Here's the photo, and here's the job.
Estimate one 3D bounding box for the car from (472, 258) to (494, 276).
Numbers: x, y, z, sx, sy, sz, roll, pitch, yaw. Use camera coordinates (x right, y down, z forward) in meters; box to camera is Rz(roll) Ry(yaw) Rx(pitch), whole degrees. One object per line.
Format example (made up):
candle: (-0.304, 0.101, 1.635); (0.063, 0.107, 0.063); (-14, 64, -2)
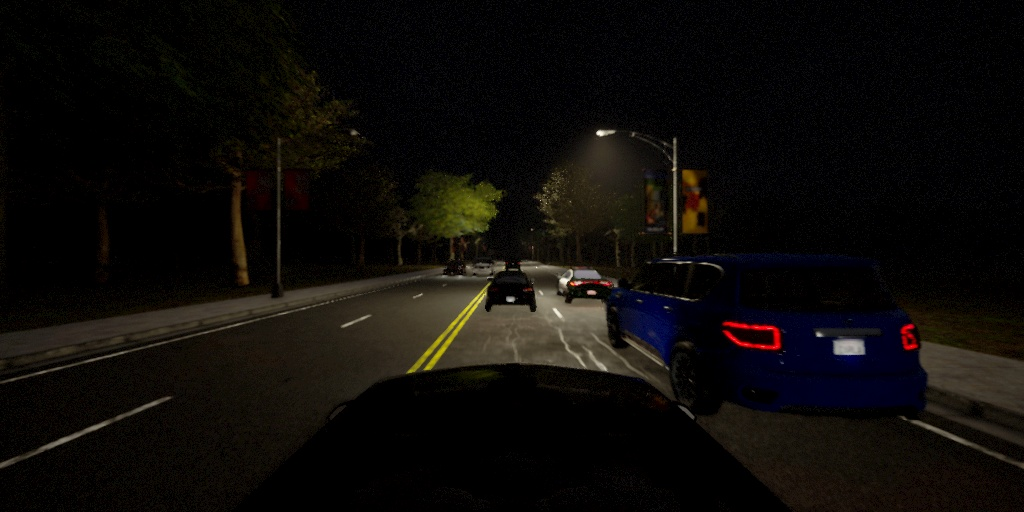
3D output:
car: (-3.233, 1.199, 41.081); (2.150, 2.045, 5.566); (0, 0, 0)

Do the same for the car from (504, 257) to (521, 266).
car: (0.118, 1.191, 50.991); (2.150, 2.045, 5.566); (0, 0, 0)

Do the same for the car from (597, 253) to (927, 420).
car: (3.251, 0.988, 6.139); (2.150, 2.045, 5.566); (0, 0, 0)

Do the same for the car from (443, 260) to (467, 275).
car: (-6.483, 1.295, 41.142); (2.097, 1.767, 4.553); (0, 0, 0)

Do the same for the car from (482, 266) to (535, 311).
car: (-0.037, 1.327, 14.701); (1.812, 1.442, 4.674); (0, 0, 0)

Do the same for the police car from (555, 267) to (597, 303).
police car: (3.257, 1.317, 17.109); (2.038, 1.542, 4.974); (0, 0, 0)
